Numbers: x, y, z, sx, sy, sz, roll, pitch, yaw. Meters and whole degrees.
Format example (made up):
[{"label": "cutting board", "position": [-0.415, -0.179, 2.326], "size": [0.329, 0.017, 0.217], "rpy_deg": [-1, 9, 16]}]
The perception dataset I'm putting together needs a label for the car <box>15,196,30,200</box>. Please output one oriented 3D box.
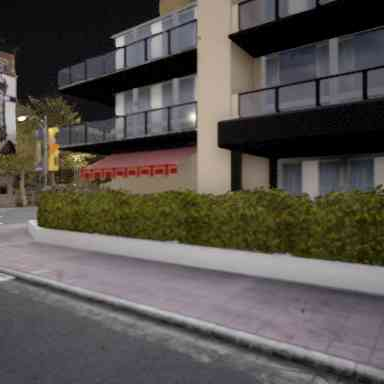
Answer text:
[{"label": "car", "position": [-35.658, 1.501, 67.451], "size": [4.892, 1.521, 2.231], "rpy_deg": [0, 0, 35]}]
